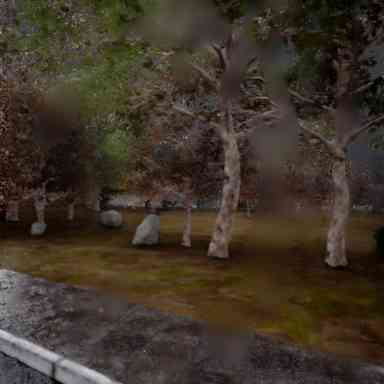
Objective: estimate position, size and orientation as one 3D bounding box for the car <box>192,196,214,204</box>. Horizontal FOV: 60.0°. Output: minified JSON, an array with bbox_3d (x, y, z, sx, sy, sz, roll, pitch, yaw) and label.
[{"bbox_3d":[2.536,2.227,91.802,2.435,2.045,5.566,5,1,43],"label":"car"}]
